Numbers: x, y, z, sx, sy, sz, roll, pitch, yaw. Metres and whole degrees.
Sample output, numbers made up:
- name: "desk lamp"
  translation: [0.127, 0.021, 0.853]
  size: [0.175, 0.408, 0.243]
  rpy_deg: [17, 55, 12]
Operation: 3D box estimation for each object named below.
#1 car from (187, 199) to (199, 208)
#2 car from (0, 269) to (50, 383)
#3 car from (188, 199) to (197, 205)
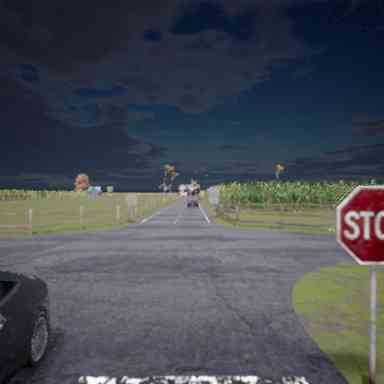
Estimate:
- name: "car"
  translation: [0.168, 1.928, 58.546]
  size: [1.837, 1.490, 4.892]
  rpy_deg: [0, -2, 0]
- name: "car"
  translation: [-2.820, 1.550, 3.048]
  size: [1.812, 1.442, 4.674]
  rpy_deg: [1, 0, -4]
- name: "car"
  translation: [0.083, 2.111, 72.061]
  size: [1.895, 1.301, 4.718]
  rpy_deg: [0, 0, 0]
